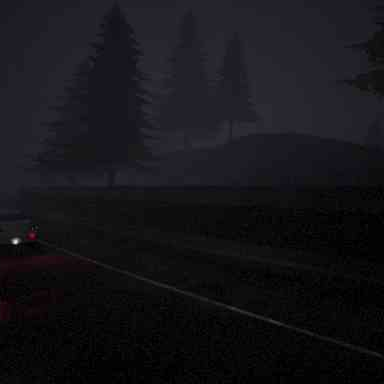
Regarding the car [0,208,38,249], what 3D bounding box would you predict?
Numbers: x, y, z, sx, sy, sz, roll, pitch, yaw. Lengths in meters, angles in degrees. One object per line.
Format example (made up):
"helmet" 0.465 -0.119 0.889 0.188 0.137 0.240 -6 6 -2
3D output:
"car" -7.252 1.336 12.555 1.812 1.442 4.674 0 1 -41
